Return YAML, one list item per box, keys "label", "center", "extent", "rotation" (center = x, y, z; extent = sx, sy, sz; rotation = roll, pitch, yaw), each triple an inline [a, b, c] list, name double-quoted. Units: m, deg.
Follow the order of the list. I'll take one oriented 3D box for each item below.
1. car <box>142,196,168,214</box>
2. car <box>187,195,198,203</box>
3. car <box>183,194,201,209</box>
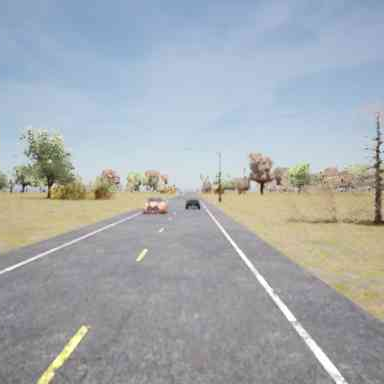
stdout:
- label: "car"
  center: [-3.580, 1.225, 32.766]
  extent: [2.097, 1.767, 4.553]
  rotation: [0, 0, 0]
- label: "car"
  center: [0.124, 1.304, 61.835]
  extent: [2.033, 1.411, 5.357]
  rotation: [0, 0, 0]
- label: "car"
  center: [0.117, 1.337, 43.202]
  extent: [1.837, 1.490, 4.892]
  rotation: [0, 0, 0]
